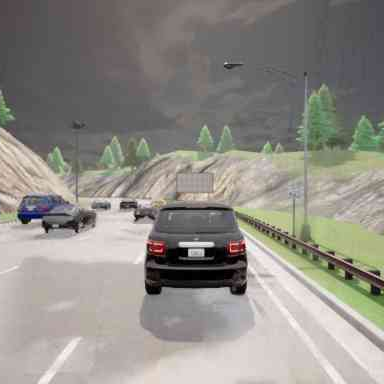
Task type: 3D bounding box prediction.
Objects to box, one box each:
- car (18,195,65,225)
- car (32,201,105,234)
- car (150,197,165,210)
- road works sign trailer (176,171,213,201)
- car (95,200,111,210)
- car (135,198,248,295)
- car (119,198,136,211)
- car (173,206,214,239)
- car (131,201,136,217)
[{"bbox_3d":[-10.437,1.220,24.208,2.150,2.045,5.566,0,0,0],"label":"car"},{"bbox_3d":[-6.925,1.493,19.312,2.128,1.511,4.902,0,0,0],"label":"car"},{"bbox_3d":[-4.498,1.477,43.030,1.882,1.535,5.008,0,0,-7],"label":"car"},{"bbox_3d":[0.186,0.464,21.583,2.380,3.560,2.880,0,0,0],"label":"road works sign trailer"},{"bbox_3d":[-11.370,1.600,41.862,1.895,1.301,4.718,0,0,-7],"label":"car"},{"bbox_3d":[0.087,1.221,8.866,2.150,2.045,5.566,0,0,0],"label":"car"},{"bbox_3d":[-7.774,1.477,41.014,1.882,1.535,5.008,0,0,-6],"label":"car"},{"bbox_3d":[0.086,1.558,18.087,1.994,1.385,4.181,0,0,0],"label":"car"},{"bbox_3d":[-3.461,1.600,27.136,1.895,1.301,4.718,0,0,-1],"label":"car"}]
